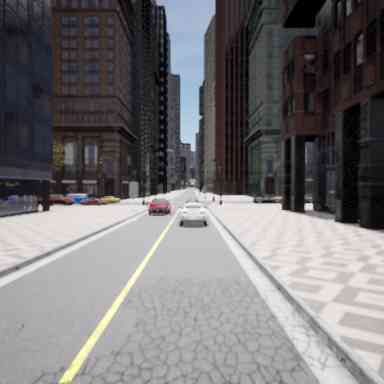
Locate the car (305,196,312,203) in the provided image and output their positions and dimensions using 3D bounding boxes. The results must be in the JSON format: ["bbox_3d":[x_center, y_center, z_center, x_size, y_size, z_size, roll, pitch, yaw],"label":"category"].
[{"bbox_3d":[17.060,1.173,52.099,4.403,1.369,2.008,-1,1,0],"label":"car"}]

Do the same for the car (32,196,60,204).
[{"bbox_3d":[-26.639,1.531,60.710,4.313,1.339,1.947,-1,1,0],"label":"car"}]

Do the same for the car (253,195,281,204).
[{"bbox_3d":[11.682,1.249,52.110,4.313,1.339,1.947,-1,1,0],"label":"car"}]

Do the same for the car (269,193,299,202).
[{"bbox_3d":[16.731,1.033,60.624,4.829,1.417,1.752,-1,1,0],"label":"car"}]

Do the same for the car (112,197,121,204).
[{"bbox_3d":[-15.450,1.380,60.688,4.829,1.417,1.752,-1,1,0],"label":"car"}]

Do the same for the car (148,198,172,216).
[{"bbox_3d":[-3.026,1.375,31.932,1.882,1.535,5.008,0,0,1],"label":"car"}]

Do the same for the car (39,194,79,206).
[{"bbox_3d":[-20.969,1.344,52.168,5.009,1.841,2.192,-1,1,0],"label":"car"}]

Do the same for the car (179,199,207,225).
[{"bbox_3d":[0.097,1.460,23.504,1.812,1.442,4.674,0,0,0],"label":"car"}]

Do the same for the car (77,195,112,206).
[{"bbox_3d":[-15.287,1.554,52.164,4.206,1.307,1.802,-1,1,0],"label":"car"}]
